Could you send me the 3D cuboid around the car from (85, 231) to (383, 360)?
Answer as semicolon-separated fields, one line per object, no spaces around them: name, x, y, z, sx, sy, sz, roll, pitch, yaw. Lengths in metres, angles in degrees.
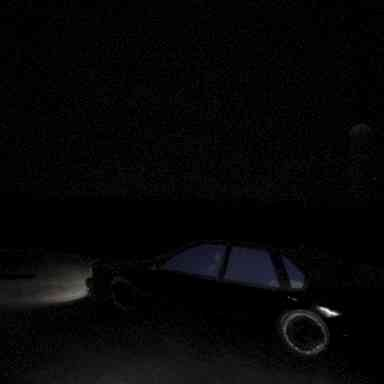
car;0.709;1.430;5.711;5.357;1.411;2.033;2;3;28
